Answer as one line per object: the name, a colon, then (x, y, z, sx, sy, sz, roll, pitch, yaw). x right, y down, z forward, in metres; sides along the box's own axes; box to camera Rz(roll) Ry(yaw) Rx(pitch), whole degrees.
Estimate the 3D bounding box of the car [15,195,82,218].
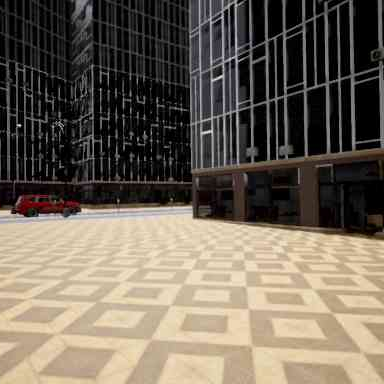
car: (-11.772, 1.188, 27.332, 5.009, 1.841, 2.192, 0, -1, -37)
